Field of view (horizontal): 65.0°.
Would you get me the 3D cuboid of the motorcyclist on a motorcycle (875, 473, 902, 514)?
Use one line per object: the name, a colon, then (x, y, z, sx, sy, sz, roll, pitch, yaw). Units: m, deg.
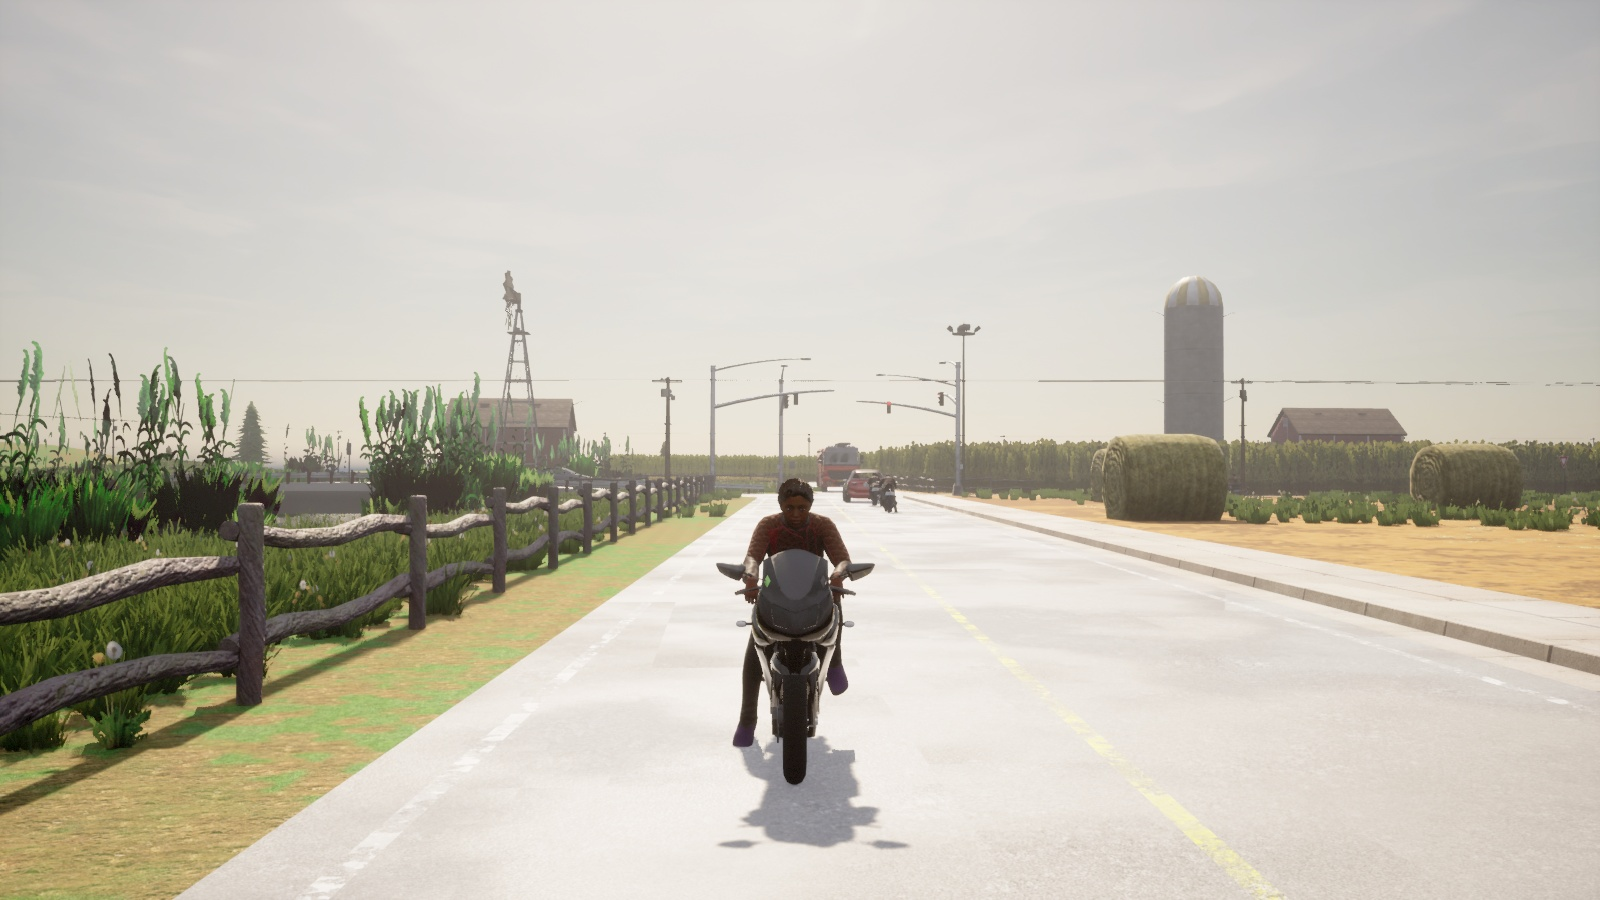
motorcyclist on a motorcycle: (3.378, 1.640, 47.979, 0.866, 1.530, 2.191, 0, -1, 0)

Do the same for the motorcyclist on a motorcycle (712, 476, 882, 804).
motorcyclist on a motorcycle: (-0.018, 0.913, 6.928, 0.797, 1.523, 2.044, 0, -1, 0)

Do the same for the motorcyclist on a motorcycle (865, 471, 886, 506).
motorcyclist on a motorcycle: (3.357, 1.726, 56.252, 0.797, 1.523, 2.044, 0, -1, 0)

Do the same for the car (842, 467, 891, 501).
car: (3.340, 1.719, 64.063, 2.242, 1.667, 4.611, 0, -1, 0)

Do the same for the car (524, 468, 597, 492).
car: (-15.365, 1.918, 80.726, 4.181, 1.385, 1.994, 2, -1, 3)
